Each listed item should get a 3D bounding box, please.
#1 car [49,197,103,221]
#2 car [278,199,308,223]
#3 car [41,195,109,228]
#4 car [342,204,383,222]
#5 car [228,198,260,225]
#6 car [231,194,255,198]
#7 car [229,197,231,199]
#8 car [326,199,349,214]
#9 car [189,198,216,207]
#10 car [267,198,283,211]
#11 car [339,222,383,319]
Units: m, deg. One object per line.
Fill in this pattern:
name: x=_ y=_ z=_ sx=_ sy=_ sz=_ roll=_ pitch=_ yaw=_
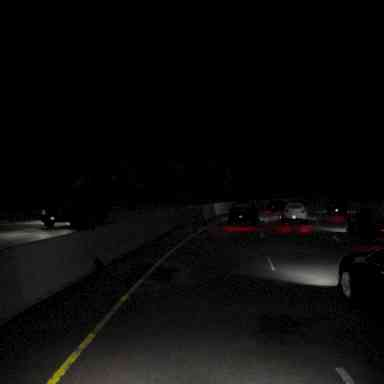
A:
car: x=-9.727 y=1.344 z=28.346 sx=2.097 sy=1.767 sz=4.553 roll=0 pitch=0 yaw=17
car: x=7.851 y=1.520 z=25.566 sx=1.812 sy=1.442 sz=4.674 roll=0 pitch=0 yaw=17
car: x=-7.700 y=1.207 z=22.562 sx=2.150 sy=2.045 sz=5.566 roll=0 pitch=0 yaw=14
car: x=9.001 y=1.525 z=16.199 sx=1.812 sy=1.442 sz=4.674 roll=0 pitch=0 yaw=11
car: x=3.880 y=1.470 z=24.427 sx=1.882 sy=1.535 sz=5.008 roll=0 pitch=0 yaw=16
car: x=9.805 y=1.312 z=60.013 sx=2.150 sy=2.045 sz=5.566 roll=0 pitch=0 yaw=37
car: x=9.186 y=1.335 z=64.921 sx=2.150 sy=2.045 sz=5.566 roll=0 pitch=0 yaw=38
car: x=15.071 y=1.501 z=34.497 sx=1.837 sy=1.490 sz=4.892 roll=0 pitch=0 yaw=25
car: x=1.264 y=1.491 z=38.273 sx=1.882 sy=1.535 sz=5.008 roll=0 pitch=0 yaw=24
car: x=10.711 y=1.506 z=41.376 sx=2.128 sy=1.511 sz=4.902 roll=0 pitch=0 yaw=27
car: x=3.946 y=1.510 z=5.227 sx=1.837 sy=1.490 sz=4.892 roll=0 pitch=0 yaw=4
